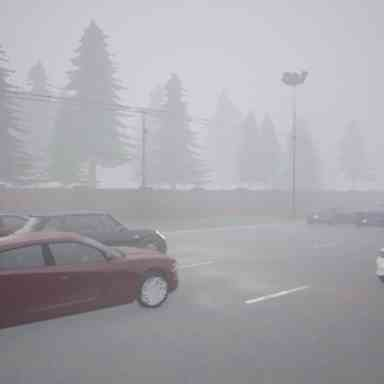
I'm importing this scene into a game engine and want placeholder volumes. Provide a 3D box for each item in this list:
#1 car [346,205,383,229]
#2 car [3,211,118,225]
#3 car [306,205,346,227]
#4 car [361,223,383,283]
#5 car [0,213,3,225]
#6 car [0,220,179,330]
[{"bbox_3d":[12.192,1.568,21.035,5.008,1.535,1.882,0,0,-35],"label":"car"},{"bbox_3d":[-2.997,1.367,10.206,4.553,1.767,2.097,0,0,-35],"label":"car"},{"bbox_3d":[10.064,1.654,23.817,4.181,1.385,1.994,0,0,-35],"label":"car"},{"bbox_3d":[6.382,1.566,8.295,4.674,1.442,1.812,0,0,-36],"label":"car"},{"bbox_3d":[-6.590,1.485,11.943,5.008,1.535,1.882,0,0,-35],"label":"car"},{"bbox_3d":[-2.566,1.484,6.215,5.008,1.535,1.882,0,0,-35],"label":"car"}]
